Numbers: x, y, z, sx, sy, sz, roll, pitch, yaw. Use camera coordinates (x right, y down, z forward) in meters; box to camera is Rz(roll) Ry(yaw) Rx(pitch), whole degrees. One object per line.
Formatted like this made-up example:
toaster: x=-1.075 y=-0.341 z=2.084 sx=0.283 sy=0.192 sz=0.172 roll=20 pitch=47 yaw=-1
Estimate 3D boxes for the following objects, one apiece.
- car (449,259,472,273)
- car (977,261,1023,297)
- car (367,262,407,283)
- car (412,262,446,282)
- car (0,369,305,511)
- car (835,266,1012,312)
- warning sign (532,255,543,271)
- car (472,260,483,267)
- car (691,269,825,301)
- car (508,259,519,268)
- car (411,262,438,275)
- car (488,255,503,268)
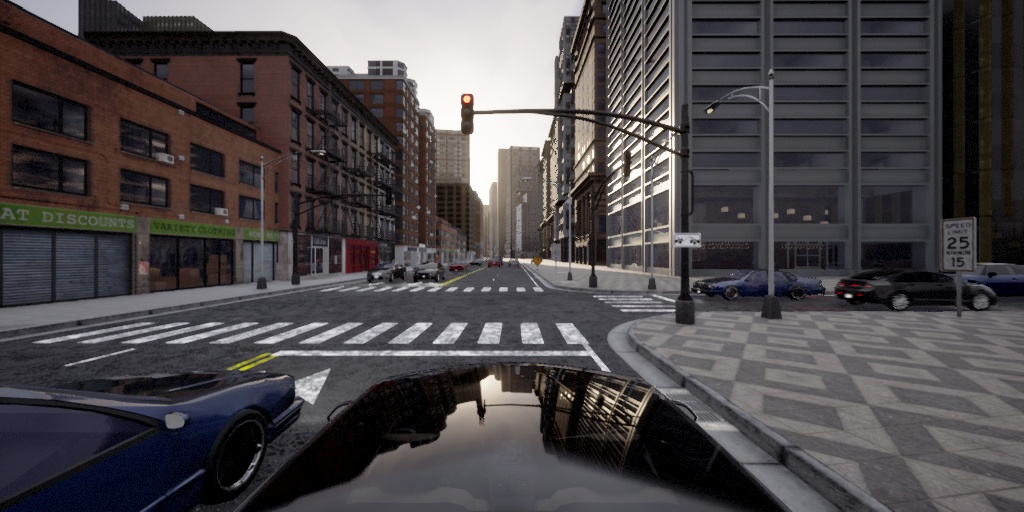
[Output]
car: x=-6.461 y=1.322 z=43.740 sx=1.895 sy=1.301 sz=4.718 roll=0 pitch=0 yaw=0
car: x=21.775 y=1.116 z=16.904 sx=4.553 sy=1.767 sz=2.097 roll=0 pitch=0 yaw=1
car: x=-9.763 y=1.230 z=28.276 sx=2.128 sy=1.511 sz=4.902 roll=0 pitch=0 yaw=0
car: x=-6.524 y=1.243 z=28.716 sx=1.837 sy=1.490 sz=4.892 roll=0 pitch=0 yaw=-1
car: x=-3.150 y=1.297 z=1.351 sx=2.033 sy=1.411 sz=5.357 roll=0 pitch=0 yaw=0
car: x=15.365 y=1.265 z=13.773 sx=4.892 sy=1.490 sz=1.837 roll=0 pitch=0 yaw=1
warning sign: x=2.982 y=0.838 z=42.117 sx=1.300 sy=1.860 sz=1.060 roll=0 pitch=0 yaw=0
car: x=-6.299 y=1.319 z=63.628 sx=1.895 sy=1.301 sz=4.718 roll=0 pitch=0 yaw=0
car: x=11.521 y=1.307 z=16.978 sx=5.357 sy=1.411 sz=2.033 roll=0 pitch=0 yaw=1
car: x=0.295 y=1.192 z=61.235 sx=2.128 sy=1.511 sz=4.902 roll=0 pitch=0 yaw=0
car: x=-9.720 y=1.326 z=40.230 sx=1.895 sy=1.301 sz=4.718 roll=0 pitch=0 yaw=1
car: x=-2.959 y=1.052 z=61.618 sx=2.097 sy=1.767 sz=4.553 roll=0 pitch=0 yaw=1
